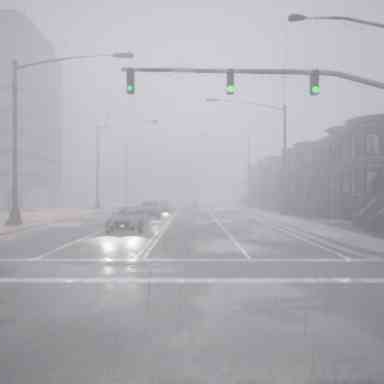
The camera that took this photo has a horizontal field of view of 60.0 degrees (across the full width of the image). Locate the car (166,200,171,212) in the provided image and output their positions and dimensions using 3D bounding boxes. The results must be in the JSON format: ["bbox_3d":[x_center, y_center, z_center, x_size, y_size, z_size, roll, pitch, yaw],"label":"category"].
[{"bbox_3d":[-3.562,1.576,39.134,1.895,1.301,4.718,0,0,0],"label":"car"}]

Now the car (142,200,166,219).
[{"bbox_3d":[-3.592,1.487,28.998,1.837,1.490,4.892,0,0,0],"label":"car"}]

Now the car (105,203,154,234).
[{"bbox_3d":[-3.596,1.552,19.065,1.994,1.385,4.181,0,0,0],"label":"car"}]

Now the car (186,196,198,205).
[{"bbox_3d":[0.005,1.454,58.900,2.128,1.511,4.902,0,0,0],"label":"car"}]

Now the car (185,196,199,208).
[{"bbox_3d":[0.011,1.495,48.717,1.812,1.442,4.674,0,0,0],"label":"car"}]
